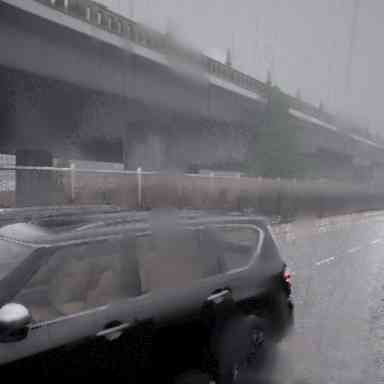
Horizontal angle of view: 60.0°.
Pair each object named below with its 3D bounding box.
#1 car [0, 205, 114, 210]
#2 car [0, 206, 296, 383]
[{"bbox_3d":[-3.383,1.294,6.080,5.566,2.045,2.150,0,0,-41],"label":"car"},{"bbox_3d":[-1.184,1.259,3.401,5.566,2.045,2.150,0,0,-40],"label":"car"}]
